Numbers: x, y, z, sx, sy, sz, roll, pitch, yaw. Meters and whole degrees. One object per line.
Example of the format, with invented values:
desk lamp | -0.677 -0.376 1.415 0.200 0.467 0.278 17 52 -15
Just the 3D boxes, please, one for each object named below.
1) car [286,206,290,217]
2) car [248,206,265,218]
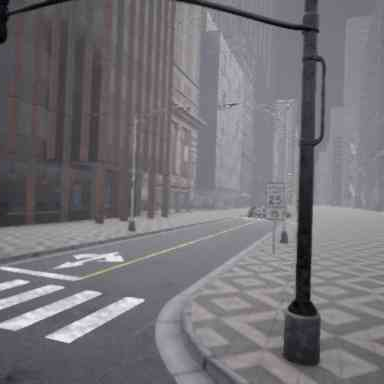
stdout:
car | 14.273 2.945 52.355 2.097 1.767 4.553 2 -1 20
car | 9.257 2.831 47.403 1.837 1.490 4.892 2 -1 20
